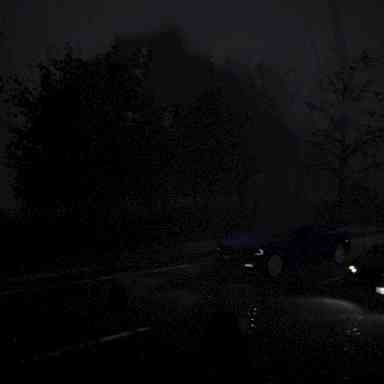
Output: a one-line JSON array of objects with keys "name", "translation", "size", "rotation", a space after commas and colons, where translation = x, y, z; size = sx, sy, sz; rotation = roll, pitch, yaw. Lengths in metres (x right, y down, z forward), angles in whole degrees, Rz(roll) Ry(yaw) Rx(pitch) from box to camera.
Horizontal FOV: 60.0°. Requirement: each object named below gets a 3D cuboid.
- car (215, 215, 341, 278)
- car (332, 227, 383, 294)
[{"name": "car", "translation": [2.974, 1.517, 10.416], "size": [5.008, 1.535, 1.882], "rotation": [1, 0, -35]}, {"name": "car", "translation": [5.957, 1.596, 8.142], "size": [5.357, 1.411, 2.033], "rotation": [1, 0, -36]}]
